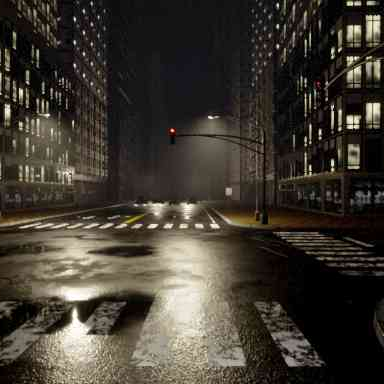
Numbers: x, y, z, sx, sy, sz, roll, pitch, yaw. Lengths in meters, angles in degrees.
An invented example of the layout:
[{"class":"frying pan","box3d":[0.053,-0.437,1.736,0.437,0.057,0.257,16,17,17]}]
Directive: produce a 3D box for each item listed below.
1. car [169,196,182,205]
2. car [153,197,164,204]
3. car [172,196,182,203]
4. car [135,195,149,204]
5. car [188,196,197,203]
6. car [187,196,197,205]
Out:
[{"class":"car","box3d":[-3.187,1.647,59.727,2.033,1.411,5.357,0,0,0]},{"class":"car","box3d":[-6.432,1.680,64.315,1.994,1.385,4.181,0,0,0]},{"class":"car","box3d":[-3.176,1.522,70.145,1.994,1.385,4.181,0,0,0]},{"class":"car","box3d":[-9.682,1.468,64.349,2.097,1.767,4.553,0,0,0]},{"class":"car","box3d":[0.075,1.583,70.588,1.895,1.301,4.718,0,0,0]},{"class":"car","box3d":[0.064,1.648,60.140,2.033,1.411,5.357,0,0,0]}]
